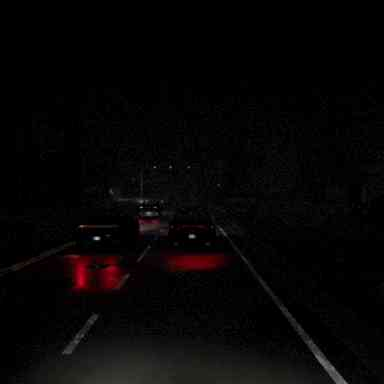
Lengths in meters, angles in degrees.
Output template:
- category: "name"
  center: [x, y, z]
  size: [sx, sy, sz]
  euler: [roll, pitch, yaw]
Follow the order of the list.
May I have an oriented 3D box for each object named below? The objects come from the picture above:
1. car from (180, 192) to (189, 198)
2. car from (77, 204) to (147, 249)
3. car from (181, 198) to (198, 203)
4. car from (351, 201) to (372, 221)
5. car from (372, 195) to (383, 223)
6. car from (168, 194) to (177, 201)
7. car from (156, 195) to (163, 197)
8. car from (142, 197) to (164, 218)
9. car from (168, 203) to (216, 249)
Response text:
- category: "car"
  center: [-1.877, 1.204, 88.014]
  size: [2.150, 2.045, 5.566]
  euler: [0, 0, -2]
- category: "car"
  center: [-3.500, 1.493, 14.650]
  size: [2.128, 1.511, 4.902]
  euler: [0, 0, 0]
- category: "car"
  center: [-0.127, 1.531, 29.767]
  size: [1.812, 1.442, 4.674]
  euler: [0, 0, -1]
- category: "car"
  center: [14.269, 1.151, 24.431]
  size: [4.605, 1.855, 1.932]
  euler: [0, 0, -2]
- category: "car"
  center: [14.289, 1.154, 21.536]
  size: [3.866, 1.878, 1.905]
  euler: [0, 0, -2]
- category: "car"
  center: [-5.374, 1.515, 87.859]
  size: [2.033, 1.411, 5.357]
  euler: [0, 0, -2]
- category: "car"
  center: [-9.006, 1.503, 92.809]
  size: [1.812, 1.442, 4.674]
  euler: [0, 0, -2]
- category: "car"
  center: [-3.626, 1.493, 29.688]
  size: [2.128, 1.511, 4.902]
  euler: [0, 0, -1]
- category: "car"
  center: [0.000, 1.483, 14.650]
  size: [1.882, 1.535, 5.008]
  euler: [0, 0, 0]
